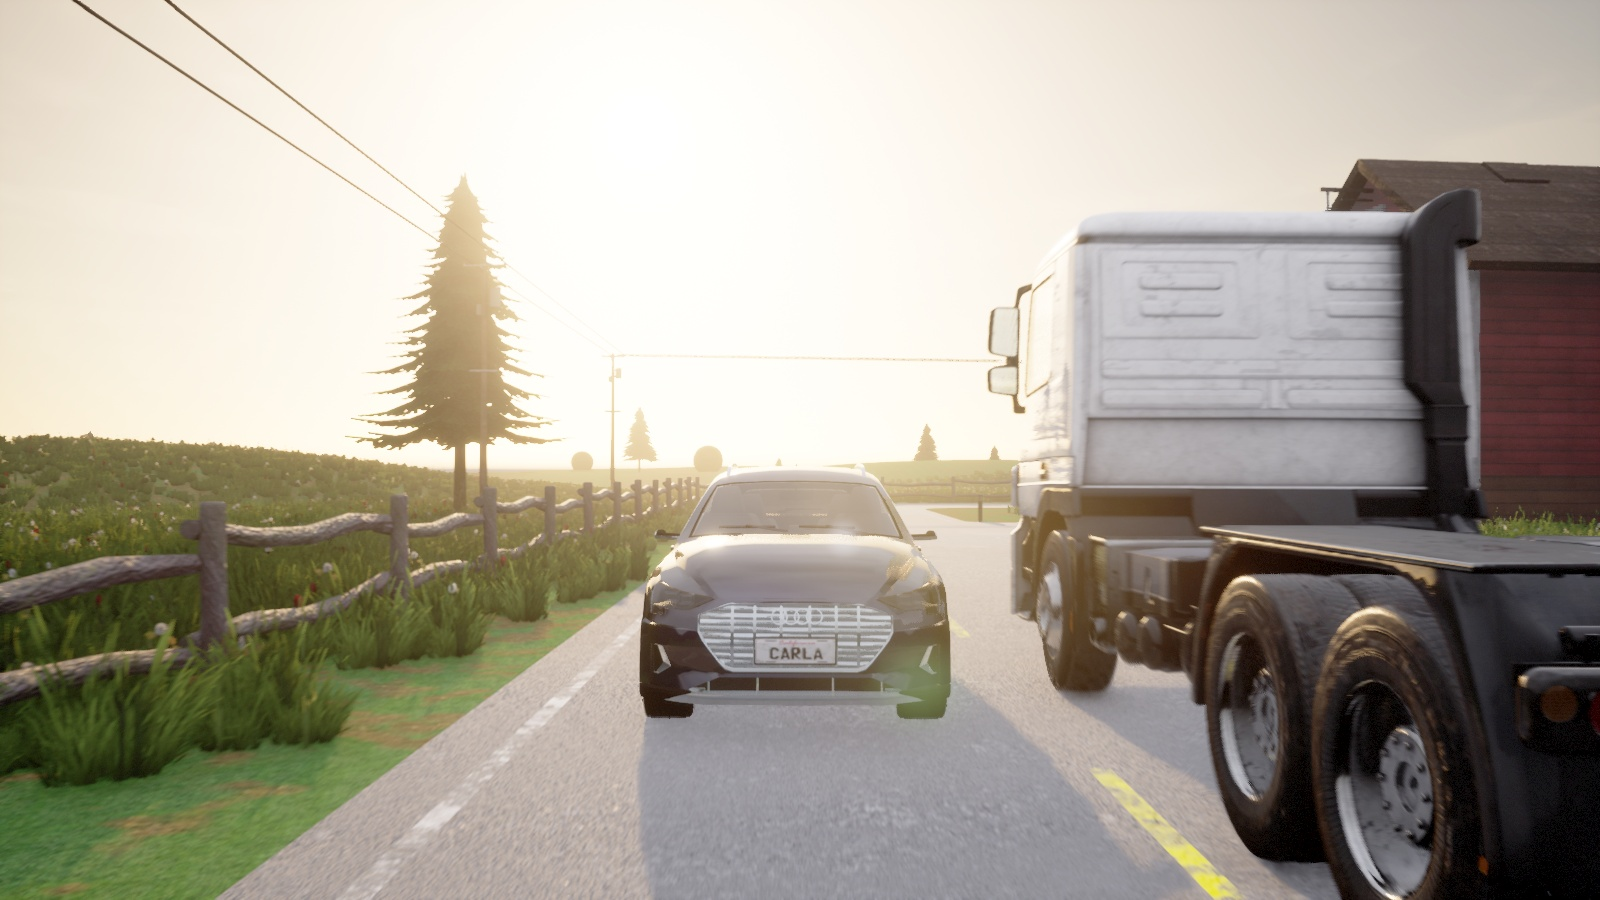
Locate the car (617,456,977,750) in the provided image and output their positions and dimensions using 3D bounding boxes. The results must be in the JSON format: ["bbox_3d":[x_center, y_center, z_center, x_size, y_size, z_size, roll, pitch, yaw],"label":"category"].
[{"bbox_3d":[-0.024,0.904,9.531,2.033,1.649,4.856,0,-1,0],"label":"car"}]

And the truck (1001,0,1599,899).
[{"bbox_3d":[3.179,-0.067,6.740,2.891,3.462,7.936,0,-1,0],"label":"truck"}]
